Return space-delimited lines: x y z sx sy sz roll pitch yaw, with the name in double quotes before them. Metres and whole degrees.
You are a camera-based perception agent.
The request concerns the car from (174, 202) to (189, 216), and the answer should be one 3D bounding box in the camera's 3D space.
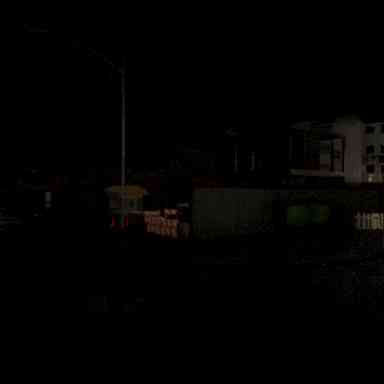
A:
"car" 0.609 1.046 24.279 3.866 1.878 1.905 0 0 -1
